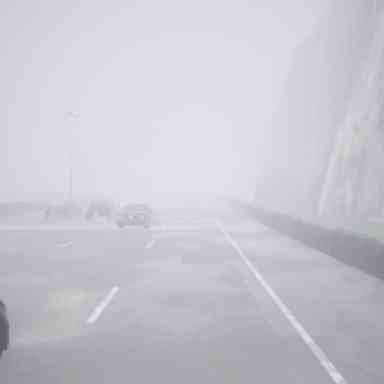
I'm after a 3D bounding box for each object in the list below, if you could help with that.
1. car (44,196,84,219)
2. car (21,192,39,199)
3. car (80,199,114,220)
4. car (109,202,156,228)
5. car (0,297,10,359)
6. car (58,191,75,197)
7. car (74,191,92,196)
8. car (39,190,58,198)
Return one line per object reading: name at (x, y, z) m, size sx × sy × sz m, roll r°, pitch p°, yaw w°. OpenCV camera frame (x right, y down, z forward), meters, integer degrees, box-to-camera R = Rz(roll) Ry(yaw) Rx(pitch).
car at (-10.391, 1.337, 27.116) m, size 1.812 × 1.442 × 4.674 m, roll 0°, pitch 1°, yaw 0°
car at (-31.474, 0.621, 65.475) m, size 2.033 × 1.411 × 5.357 m, roll 0°, pitch 1°, yaw 0°
car at (-6.893, 1.328, 26.200) m, size 1.837 × 1.490 × 4.892 m, roll 0°, pitch 1°, yaw 0°
car at (-3.397, 1.424, 20.933) m, size 2.033 × 1.411 × 5.357 m, roll 0°, pitch 1°, yaw 0°
car at (-3.417, 1.345, 2.474) m, size 2.097 × 1.767 × 4.553 m, roll 0°, pitch 0°, yaw 0°
car at (-24.474, 0.557, 66.514) m, size 1.837 × 1.490 × 4.892 m, roll 0°, pitch 1°, yaw 0°
car at (-20.974, 0.604, 65.510) m, size 1.812 × 1.442 × 4.674 m, roll 0°, pitch 2°, yaw 0°
car at (-27.974, 0.411, 66.542) m, size 2.097 × 1.767 × 4.553 m, roll 0°, pitch 1°, yaw 0°
